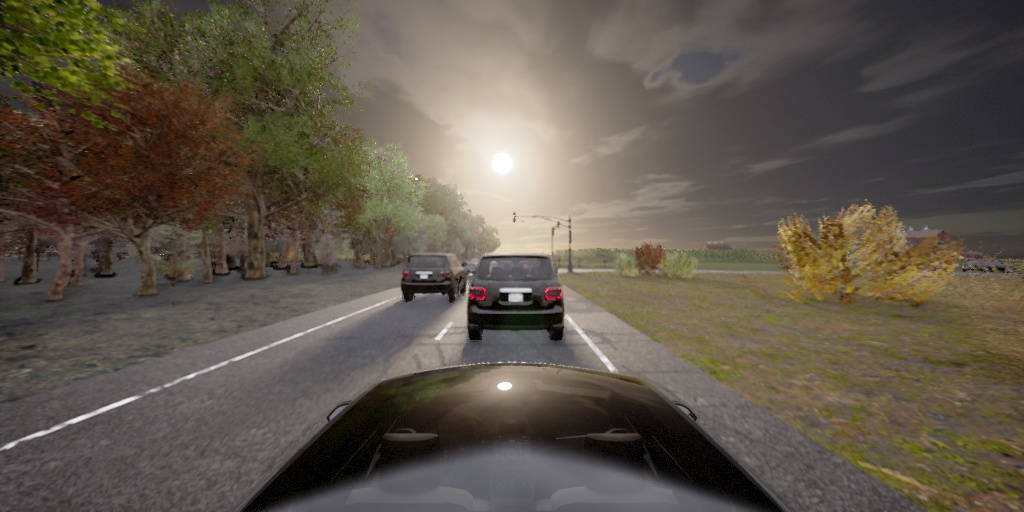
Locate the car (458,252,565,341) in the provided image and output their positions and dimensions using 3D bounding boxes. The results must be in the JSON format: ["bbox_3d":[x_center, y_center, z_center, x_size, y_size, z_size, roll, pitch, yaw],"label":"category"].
[{"bbox_3d":[0.094,0.910,9.803,2.150,2.045,5.566,0,0,0],"label":"car"}]

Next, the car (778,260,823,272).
[{"bbox_3d":[38.988,1.094,48.032,5.566,2.045,2.150,1,-1,1],"label":"car"}]

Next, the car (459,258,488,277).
[{"bbox_3d":[-3.394,1.011,32.535,2.128,1.511,4.902,0,1,0],"label":"car"}]

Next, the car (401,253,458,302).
[{"bbox_3d":[-3.397,0.862,16.518,2.150,2.045,5.566,0,1,0],"label":"car"}]
